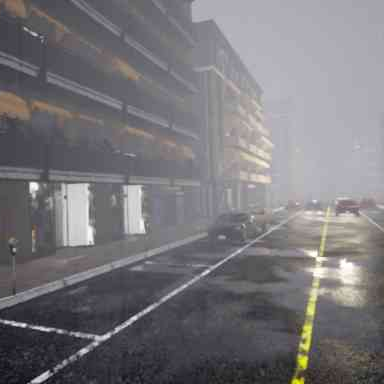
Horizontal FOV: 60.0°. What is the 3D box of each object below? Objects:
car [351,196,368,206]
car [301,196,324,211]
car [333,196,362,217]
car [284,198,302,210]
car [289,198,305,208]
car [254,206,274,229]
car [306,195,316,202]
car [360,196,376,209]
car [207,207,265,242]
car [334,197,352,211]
[{"bbox_3d":[25.227,1.313,50.233,2.008,1.369,4.403,-2,-1,23],"label":"car"},{"bbox_3d":[14.489,1.534,39.409,1.994,1.385,4.181,-2,-1,23],"label":"car"},{"bbox_3d":[13.779,1.393,29.737,1.837,1.490,4.892,-2,-1,23],"label":"car"},{"bbox_3d":[13.125,1.489,43.065,1.967,1.590,4.097,-2,-1,23],"label":"car"},{"bbox_3d":[15.318,1.620,48.271,1.802,1.307,4.206,-2,-1,23],"label":"car"},{"bbox_3d":[4.308,1.620,22.079,1.752,1.417,4.829,-2,-1,23],"label":"car"},{"bbox_3d":[28.449,1.535,79.515,2.008,1.369,4.403,-2,-1,23],"label":"car"},{"bbox_3d":[20.850,1.328,39.818,1.887,1.381,4.507,-2,-1,23],"label":"car"},{"bbox_3d":[2.186,1.672,17.027,1.947,1.339,4.313,-2,-1,23],"label":"car"},{"bbox_3d":[17.939,1.395,39.734,1.812,1.442,4.674,-2,-1,23],"label":"car"}]
